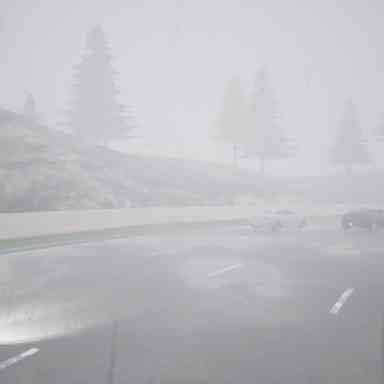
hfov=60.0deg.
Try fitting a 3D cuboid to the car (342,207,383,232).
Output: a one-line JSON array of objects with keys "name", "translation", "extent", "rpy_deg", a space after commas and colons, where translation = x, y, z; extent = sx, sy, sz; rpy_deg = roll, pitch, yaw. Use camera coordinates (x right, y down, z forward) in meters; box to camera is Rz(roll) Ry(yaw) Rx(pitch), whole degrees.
[{"name": "car", "translation": [12.042, 1.808, 22.318], "extent": [4.892, 1.490, 1.837], "rpy_deg": [1, -1, -34]}]

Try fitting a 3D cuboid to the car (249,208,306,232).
[{"name": "car", "translation": [5.821, 1.793, 22.451], "extent": [4.674, 1.442, 1.812], "rpy_deg": [1, -1, -40]}]
